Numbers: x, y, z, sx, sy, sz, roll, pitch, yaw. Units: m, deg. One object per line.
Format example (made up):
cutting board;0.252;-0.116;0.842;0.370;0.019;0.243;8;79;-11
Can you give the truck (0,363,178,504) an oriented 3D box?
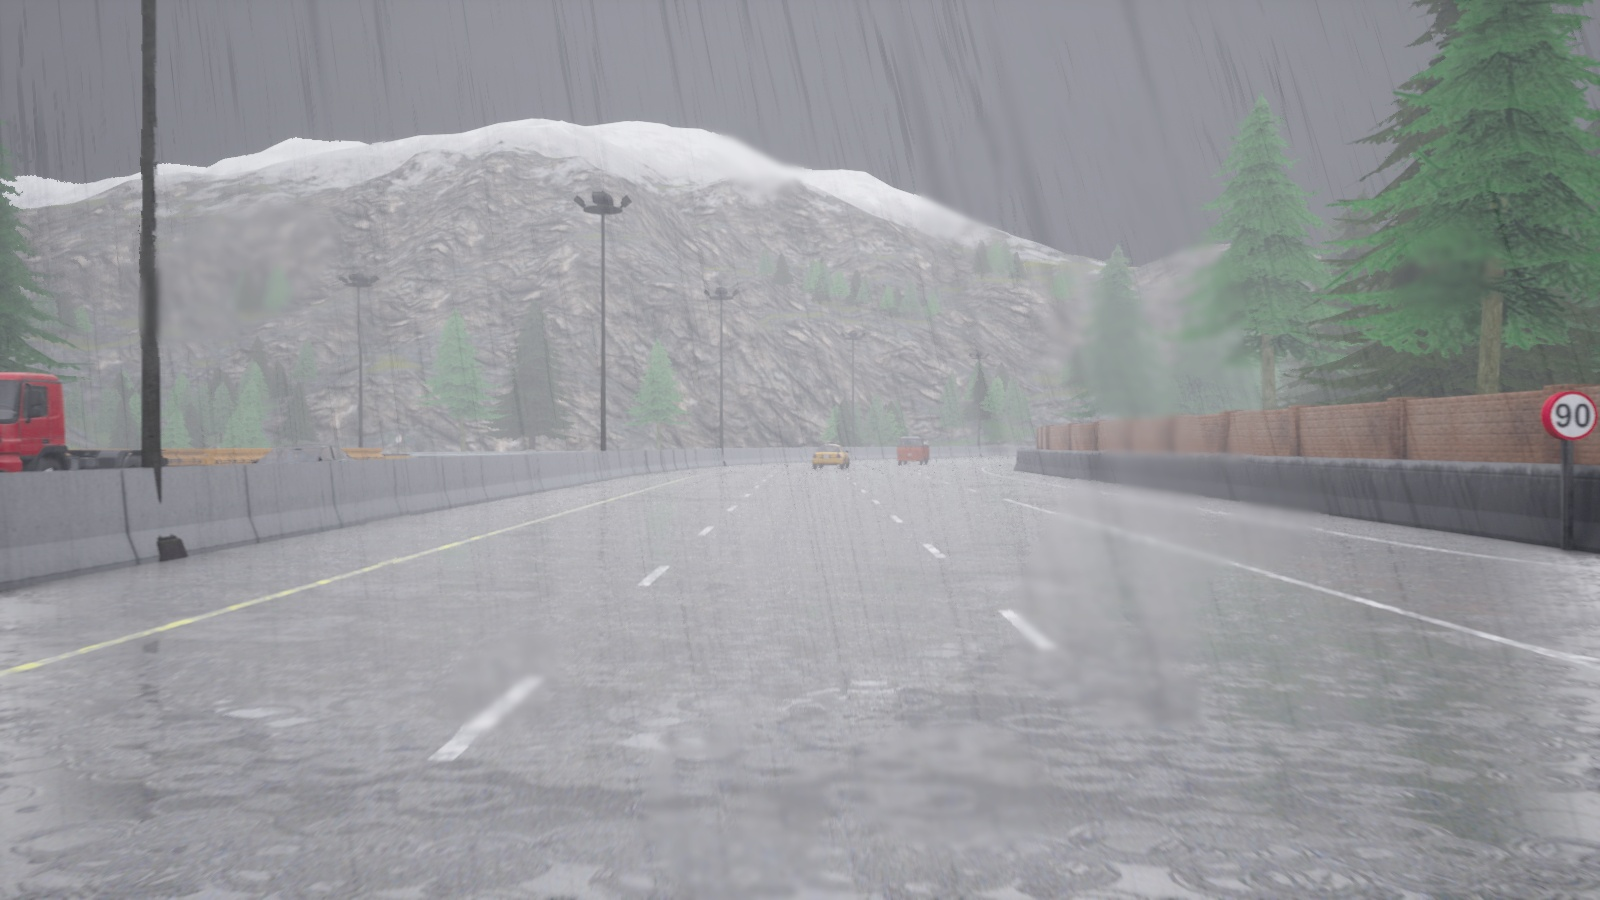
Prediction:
truck;-20.820;-0.424;34.955;2.891;3.462;7.936;0;0;1

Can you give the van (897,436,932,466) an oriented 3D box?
van;7.884;0.081;86.335;1.775;1.987;4.442;0;0;13

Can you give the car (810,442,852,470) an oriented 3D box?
car;1.863;0.325;73.512;1.801;1.575;5.366;0;0;8

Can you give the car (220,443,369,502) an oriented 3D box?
car;-13.788;0.565;34.616;2.163;1.488;4.792;0;0;0
